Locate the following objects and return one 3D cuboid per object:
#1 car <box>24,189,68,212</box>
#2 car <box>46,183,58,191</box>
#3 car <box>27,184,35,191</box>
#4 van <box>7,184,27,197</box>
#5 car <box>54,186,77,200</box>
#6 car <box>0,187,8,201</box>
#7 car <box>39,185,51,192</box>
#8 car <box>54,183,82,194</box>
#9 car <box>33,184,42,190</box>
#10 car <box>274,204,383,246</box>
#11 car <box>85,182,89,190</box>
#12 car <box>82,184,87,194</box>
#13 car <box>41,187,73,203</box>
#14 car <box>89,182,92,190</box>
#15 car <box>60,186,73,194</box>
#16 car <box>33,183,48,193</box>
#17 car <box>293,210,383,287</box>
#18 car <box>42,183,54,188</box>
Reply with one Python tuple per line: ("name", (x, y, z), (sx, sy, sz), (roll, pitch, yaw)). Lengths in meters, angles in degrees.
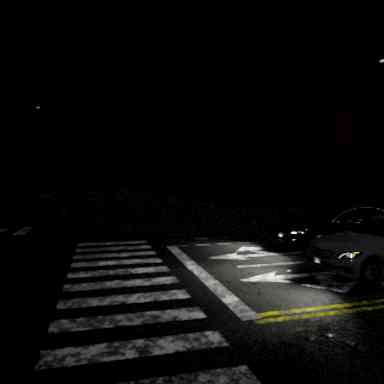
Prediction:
("car", (-10.774, 0.707, 24.806), (2.008, 1.369, 4.403), (-1, 2, -15))
("car", (-36.353, -1.368, 86.368), (2.192, 1.841, 5.009), (-1, 2, -15))
("car", (-27.675, -0.121, 54.474), (1.887, 1.381, 4.507), (-1, 2, -15))
("van", (-26.231, -0.154, 49.150), (1.690, 1.788, 3.998), (-1, 2, -15))
("car", (-13.666, 0.367, 35.440), (2.008, 1.369, 4.403), (-1, 2, -15))
("car", (-23.336, 0.410, 38.524), (1.947, 1.339, 4.313), (-1, 2, -15))
("car", (-33.458, -0.779, 75.743), (1.947, 1.339, 4.313), (-1, 2, -15))
("car", (-15.115, -0.039, 40.749), (2.192, 1.841, 5.009), (-1, 2, -15))
("car", (-29.124, -0.520, 59.783), (2.192, 1.841, 5.009), (-1, 2, -15))
("car", (5.339, 1.204, 11.888), (4.892, 1.490, 1.837), (0, 2, -16))
("car", (-20.898, -0.595, 62.023), (1.967, 1.590, 4.097), (-1, 2, -15))
("car", (-19.495, -0.345, 56.873), (1.752, 1.417, 4.829), (-1, 2, -15))
("car", (-12.265, 0.506, 30.286), (1.752, 1.417, 4.829), (-1, 2, -15))
("car", (-25.236, -1.104, 77.976), (1.967, 1.590, 4.097), (-1, 2, -15))
("car", (-24.221, -0.461, 64.116), (1.895, 1.301, 4.718), (-1, 2, -15))
("car", (-32.015, -0.860, 70.417), (2.192, 1.841, 5.009), (-1, 2, -15))
("car", (5.202, 1.326, 8.458), (4.674, 1.442, 1.812), (0, 2, -15))
("car", (-19.990, -0.072, 48.539), (2.128, 1.511, 4.902), (-1, 2, -15))
